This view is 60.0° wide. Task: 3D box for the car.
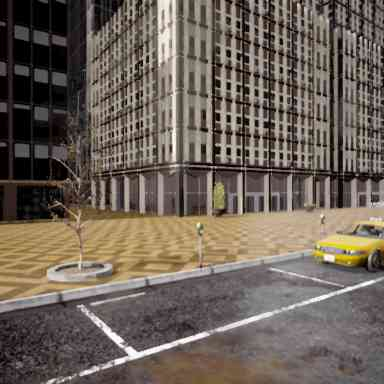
[{"bbox_3d":[5.799,1.521,10.687,4.829,1.417,1.752,0,0,-35],"label":"car"}]
